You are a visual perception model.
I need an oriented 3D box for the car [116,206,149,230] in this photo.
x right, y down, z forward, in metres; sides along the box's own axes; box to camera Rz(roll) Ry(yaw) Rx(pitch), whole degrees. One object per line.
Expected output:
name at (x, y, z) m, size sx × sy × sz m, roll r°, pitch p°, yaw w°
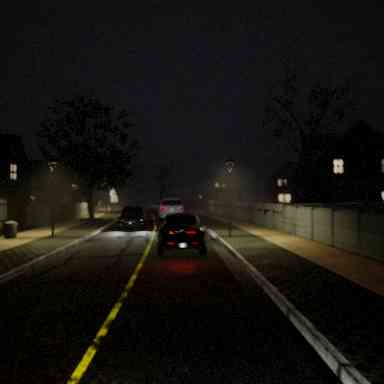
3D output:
car at (-4.106, 1.736, 23.149) m, size 1.837 × 1.490 × 4.892 m, roll 0°, pitch -1°, yaw -6°

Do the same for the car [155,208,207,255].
car at (-0.452, 1.618, 13.902) m, size 1.837 × 1.490 × 4.892 m, roll 0°, pitch -1°, yaw -3°

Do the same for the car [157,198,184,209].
car at (-1.916, 1.553, 29.797) m, size 2.150 × 2.045 × 5.566 m, roll 0°, pitch -1°, yaw -6°
